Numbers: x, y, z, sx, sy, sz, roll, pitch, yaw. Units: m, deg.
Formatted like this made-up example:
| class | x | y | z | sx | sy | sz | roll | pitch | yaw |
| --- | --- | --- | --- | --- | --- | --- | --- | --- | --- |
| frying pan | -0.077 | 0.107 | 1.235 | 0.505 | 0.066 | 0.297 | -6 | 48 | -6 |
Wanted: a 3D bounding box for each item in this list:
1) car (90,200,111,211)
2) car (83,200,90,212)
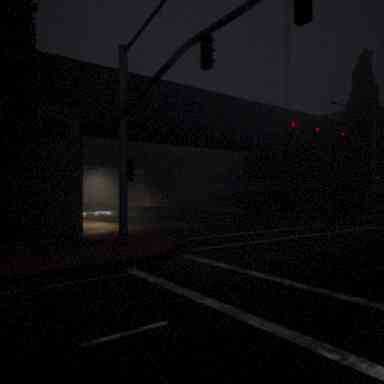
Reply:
| class | x | y | z | sx | sy | sz | roll | pitch | yaw |
| --- | --- | --- | --- | --- | --- | --- | --- | --- | --- |
| car | -11.717 | 1.586 | 41.003 | 1.895 | 1.301 | 4.718 | 0 | 0 | -36 |
| car | -13.601 | 1.494 | 37.645 | 1.837 | 1.490 | 4.892 | 0 | 0 | -36 |
